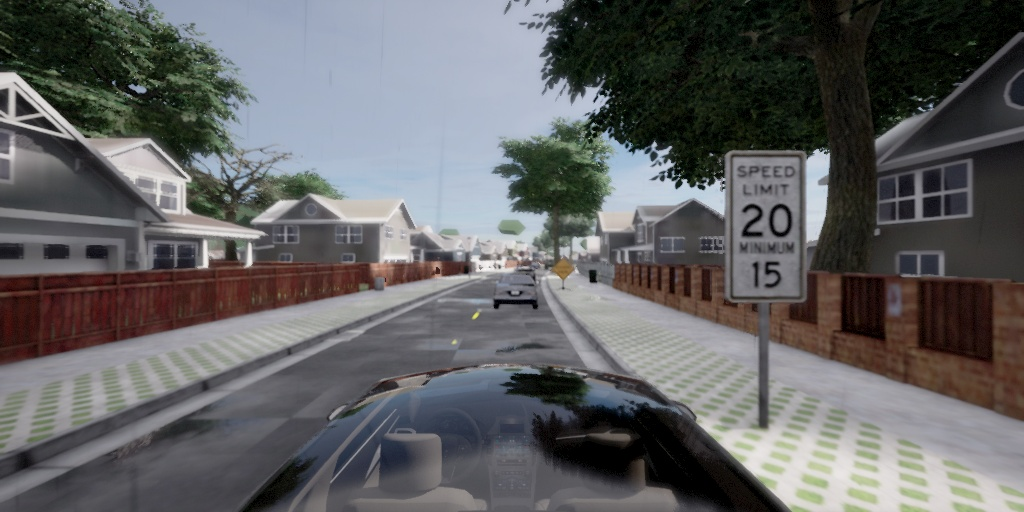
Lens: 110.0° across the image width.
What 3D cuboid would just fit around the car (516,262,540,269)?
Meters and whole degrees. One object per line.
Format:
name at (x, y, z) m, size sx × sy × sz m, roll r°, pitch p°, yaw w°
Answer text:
car at (1.122, 1.517, 30.971) m, size 2.128 × 1.511 × 4.902 m, roll 0°, pitch 0°, yaw 5°

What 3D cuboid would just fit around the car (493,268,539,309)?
car at (0.208, 1.426, 15.754) m, size 2.033 × 1.411 × 5.357 m, roll 0°, pitch 0°, yaw 2°

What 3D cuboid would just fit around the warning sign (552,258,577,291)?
warning sign at (2.942, 1.041, 20.637) m, size 1.300 × 1.860 × 1.060 m, roll 0°, pitch 0°, yaw 3°
